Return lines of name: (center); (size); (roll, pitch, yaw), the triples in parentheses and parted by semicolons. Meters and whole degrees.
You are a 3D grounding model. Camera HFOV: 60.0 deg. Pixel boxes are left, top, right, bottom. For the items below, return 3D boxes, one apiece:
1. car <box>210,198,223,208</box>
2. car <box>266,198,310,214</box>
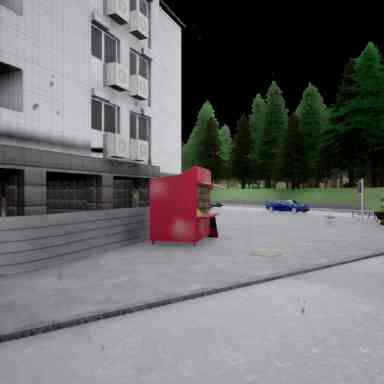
car: (2.471, 1.563, 46.907); (1.994, 1.385, 4.181); (0, 0, -35)
car: (10.271, 1.478, 35.939); (1.882, 1.535, 5.008); (0, 0, -35)
